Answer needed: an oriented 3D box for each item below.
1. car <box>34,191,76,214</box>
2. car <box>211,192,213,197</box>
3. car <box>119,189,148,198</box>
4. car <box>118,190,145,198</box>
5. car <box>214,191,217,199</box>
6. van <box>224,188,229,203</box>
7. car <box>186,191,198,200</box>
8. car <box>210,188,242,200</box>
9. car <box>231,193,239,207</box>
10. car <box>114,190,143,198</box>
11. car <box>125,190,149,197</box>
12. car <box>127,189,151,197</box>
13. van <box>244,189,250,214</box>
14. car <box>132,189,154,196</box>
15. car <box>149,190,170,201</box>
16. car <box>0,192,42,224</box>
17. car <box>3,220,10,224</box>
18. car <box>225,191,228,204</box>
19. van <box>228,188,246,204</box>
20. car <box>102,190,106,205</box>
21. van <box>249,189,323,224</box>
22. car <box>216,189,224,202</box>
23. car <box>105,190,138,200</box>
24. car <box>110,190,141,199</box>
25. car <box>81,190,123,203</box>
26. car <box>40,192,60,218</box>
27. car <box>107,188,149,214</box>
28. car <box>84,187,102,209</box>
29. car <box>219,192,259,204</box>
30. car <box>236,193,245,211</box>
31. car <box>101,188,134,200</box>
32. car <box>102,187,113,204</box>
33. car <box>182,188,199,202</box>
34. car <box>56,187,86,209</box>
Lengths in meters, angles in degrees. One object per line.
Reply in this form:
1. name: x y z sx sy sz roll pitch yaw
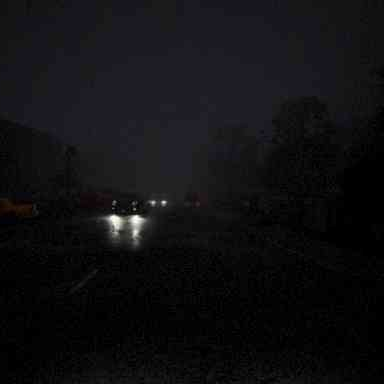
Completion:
1. car: -11.410 0.877 24.621 4.892 1.521 2.231 0 1 -20
2. car: 6.435 0.637 59.849 4.792 1.488 2.163 1 1 -20
3. car: -11.571 0.259 65.619 5.366 1.575 1.946 0 1 -20
4. car: -11.403 0.341 62.755 4.674 1.452 2.002 0 1 -20
5. car: 6.433 0.757 51.014 4.792 1.488 2.163 1 1 -20
6. van: 6.516 0.676 39.266 4.442 1.987 1.878 1 1 -20
7. car: 0.012 0.592 59.630 1.994 1.385 4.181 1 1 0
8. car: 6.393 0.315 62.762 5.566 2.045 2.435 1 1 -20
9. car: 6.398 1.083 30.394 4.674 1.452 2.002 1 1 -20
10. car: -11.412 0.342 59.825 4.892 1.521 2.231 0 1 -20
11. car: -11.401 0.262 68.623 4.674 1.452 2.002 0 1 -20
12. car: -11.404 0.184 71.556 4.892 1.521 2.231 0 1 -20
13. van: 6.508 0.922 24.549 4.442 1.987 1.878 1 1 -20
14. car: -11.392 0.105 77.418 4.892 1.521 2.231 0 1 -20
15. car: -5.011 0.542 51.390 1.882 1.535 5.008 1 0 0
16. car: -11.595 0.980 18.691 5.366 1.575 1.946 0 1 -20
17. car: -5.098 1.405 5.296 1.994 1.385 4.181 1 1 0
18. car: 6.395 0.984 36.287 4.674 1.452 2.002 1 1 -20
19. van: 6.297 0.765 33.290 4.442 1.987 1.878 1 1 -20
20. car: -11.416 0.765 33.424 4.674 1.452 2.002 0 1 -20
21. van: 6.290 0.970 21.516 4.442 1.987 1.878 1 1 -20
22. car: 6.229 0.847 42.105 5.366 1.575 1.946 1 1 -20
23. car: -11.411 0.421 53.953 4.892 1.521 2.231 0 1 -20
24. car: -11.376 0.410 56.899 4.792 1.488 2.163 0 1 -20
25. car: -11.403 0.586 42.219 5.008 1.535 2.097 0 1 -20
26. car: -11.387 0.958 21.696 4.792 1.488 2.163 0 1 -20
27. car: -5.096 0.794 27.009 2.097 1.767 4.553 1 1 0
28. car: -11.440 0.523 30.471 5.566 2.045 2.435 0 1 -20
29. car: 6.396 0.810 45.115 4.892 1.521 2.231 1 1 -20
30. car: 6.400 1.133 27.449 4.674 1.452 2.002 1 1 -20
31. car: -11.436 0.334 51.011 4.553 1.767 2.185 0 1 -20
32. car: -11.382 0.551 36.359 4.553 1.767 2.185 0 1 -20
33. car: 0.011 0.517 49.555 2.097 1.767 4.553 1 1 0
34. car: -11.449 0.698 27.550 4.553 1.767 2.185 0 1 -20
